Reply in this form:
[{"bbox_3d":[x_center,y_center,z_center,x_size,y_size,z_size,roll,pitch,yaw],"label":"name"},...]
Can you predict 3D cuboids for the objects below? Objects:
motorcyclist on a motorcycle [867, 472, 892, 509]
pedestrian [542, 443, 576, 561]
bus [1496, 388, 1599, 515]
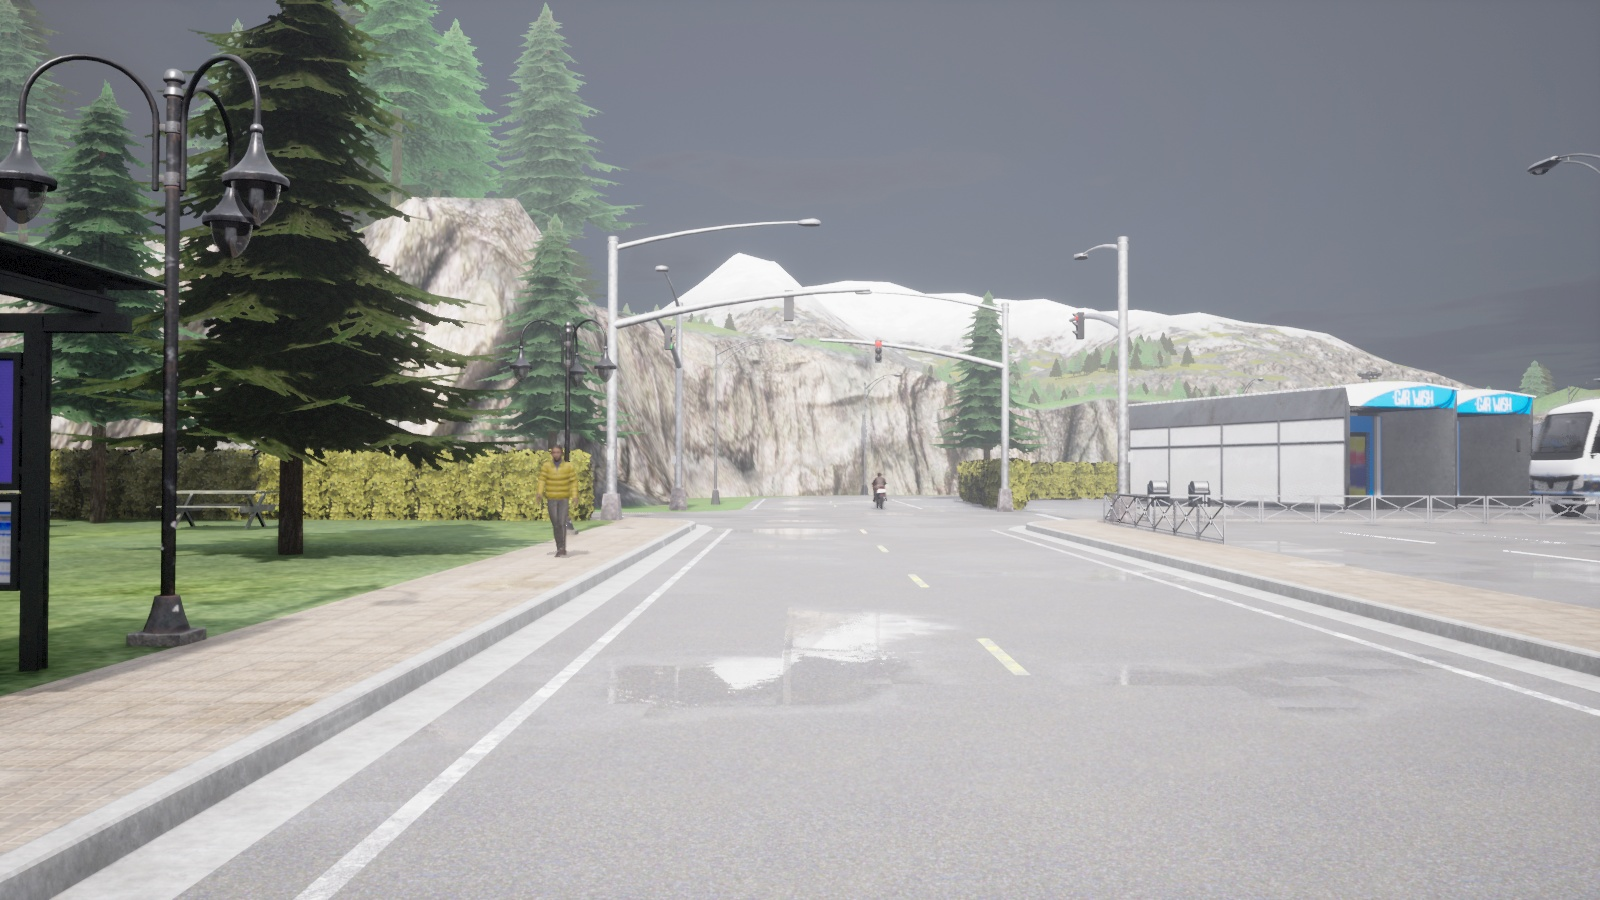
[{"bbox_3d":[3.279,1.653,51.887,0.797,1.523,2.044,0,-1,-2],"label":"motorcyclist on a motorcycle"},{"bbox_3d":[-3.839,0.821,20.018,0.431,1.840,0.709,0,-1,-2],"label":"pedestrian"},{"bbox_3d":[30.692,0.053,44.054,10.273,4.253,3.944,0,-1,1],"label":"bus"}]
